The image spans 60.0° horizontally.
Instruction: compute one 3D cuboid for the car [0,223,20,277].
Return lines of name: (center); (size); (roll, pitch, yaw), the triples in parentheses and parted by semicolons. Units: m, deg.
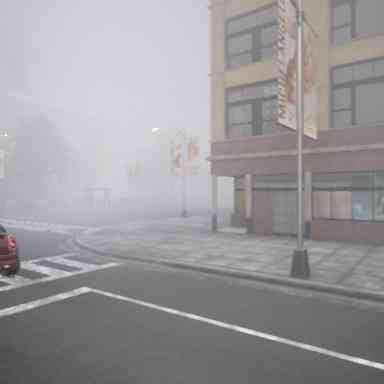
car: (-6.669, 1.364, 9.200); (4.553, 1.767, 2.097); (0, 0, 40)
